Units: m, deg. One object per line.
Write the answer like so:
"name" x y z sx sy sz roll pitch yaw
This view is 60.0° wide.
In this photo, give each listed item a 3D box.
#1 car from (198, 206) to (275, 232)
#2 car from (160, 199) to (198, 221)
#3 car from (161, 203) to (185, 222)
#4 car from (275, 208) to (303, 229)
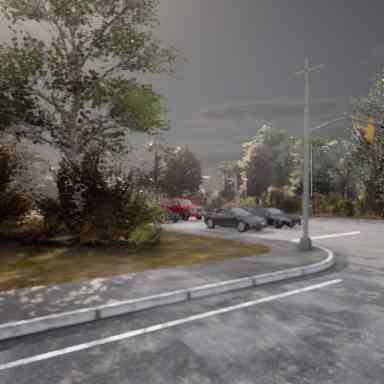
"car" 2.820 1.766 22.263 1.837 1.490 4.892 1 -1 -39
"car" -1.124 1.669 32.342 2.150 2.045 5.566 1 -2 -42
"car" -2.923 1.950 29.082 1.994 1.385 4.181 1 -2 -43
"car" 5.484 1.850 24.582 2.033 1.411 5.357 1 -1 -39
